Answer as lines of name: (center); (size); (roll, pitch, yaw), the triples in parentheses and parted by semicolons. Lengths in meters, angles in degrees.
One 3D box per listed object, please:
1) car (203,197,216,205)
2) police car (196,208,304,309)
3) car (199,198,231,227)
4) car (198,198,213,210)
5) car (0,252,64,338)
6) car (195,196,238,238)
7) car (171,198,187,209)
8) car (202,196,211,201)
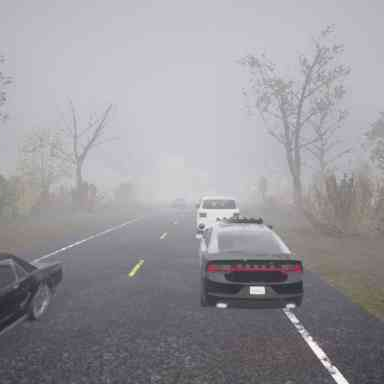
car: (3.376, 1.709, 63.435); (2.033, 1.411, 5.357); (0, 0, 6)
police car: (1.127, 1.428, 8.097); (1.930, 1.638, 5.238); (0, 0, 1)
car: (1.582, 1.366, 23.880); (2.097, 1.767, 4.553); (0, 0, 2)
car: (1.927, 1.584, 46.354); (1.837, 1.490, 4.892); (0, 0, 5)
car: (-3.552, 1.602, 4.502); (1.895, 1.301, 4.718); (0, 0, 1)
car: (1.366, 1.233, 17.970); (2.150, 2.045, 5.566); (0, 0, 2)
car: (-1.729, 1.583, 46.110); (1.837, 1.490, 4.892); (0, 0, 4)
car: (4.119, 1.889, 95.536); (2.033, 1.411, 5.357); (0, 0, 9)
